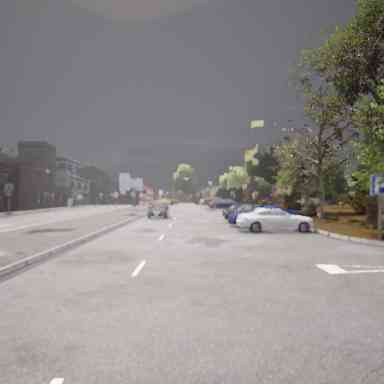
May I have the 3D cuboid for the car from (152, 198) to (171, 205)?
[{"bbox_3d":[-7.425,2.349,81.939,4.553,1.767,2.185,0,-2,-1],"label":"car"}]

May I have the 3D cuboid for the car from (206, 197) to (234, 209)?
[{"bbox_3d":[5.084,1.883,54.526,4.553,1.767,2.185,0,-1,0],"label":"car"}]

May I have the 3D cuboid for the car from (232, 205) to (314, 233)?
[{"bbox_3d":[5.071,1.719,20.491,4.674,1.452,2.002,0,-1,0],"label":"car"}]

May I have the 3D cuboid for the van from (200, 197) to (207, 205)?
[{"bbox_3d":[4.728,2.159,78.490,4.442,1.987,1.878,0,-2,-1],"label":"van"}]

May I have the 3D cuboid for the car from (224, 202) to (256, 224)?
[{"bbox_3d":[5.077,1.709,23.640,5.008,1.535,2.097,0,-1,0],"label":"car"}]

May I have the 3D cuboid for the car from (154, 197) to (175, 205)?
[{"bbox_3d":[-7.521,2.528,91.167,5.566,2.045,2.435,0,-2,-1],"label":"car"}]

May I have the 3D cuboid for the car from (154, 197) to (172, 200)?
[{"bbox_3d":[-7.613,2.393,79.017,5.366,1.575,1.946,0,-2,-1],"label":"car"}]

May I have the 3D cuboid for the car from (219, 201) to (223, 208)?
[{"bbox_3d":[5.065,1.813,30.189,4.674,1.452,2.002,0,-1,0],"label":"car"}]

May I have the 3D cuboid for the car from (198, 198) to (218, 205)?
[{"bbox_3d":[4.637,2.688,95.118,5.566,2.045,2.435,0,-2,-1],"label":"car"}]

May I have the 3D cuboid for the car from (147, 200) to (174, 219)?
[{"bbox_3d":[-3.272,1.813,32.997,2.128,1.511,4.902,0,-1,0],"label":"car"}]

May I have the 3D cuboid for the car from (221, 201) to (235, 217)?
[{"bbox_3d":[5.064,1.742,26.914,4.892,1.521,2.231,0,-1,0],"label":"car"}]
